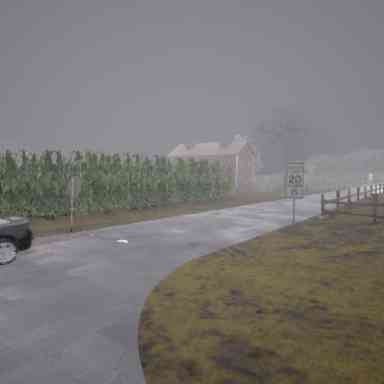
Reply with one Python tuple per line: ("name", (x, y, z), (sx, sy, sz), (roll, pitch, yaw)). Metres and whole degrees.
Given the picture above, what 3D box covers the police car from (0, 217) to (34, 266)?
("police car", (-6.688, 1.264, 8.186), (1.930, 1.638, 5.238), (1, 6, 36))
